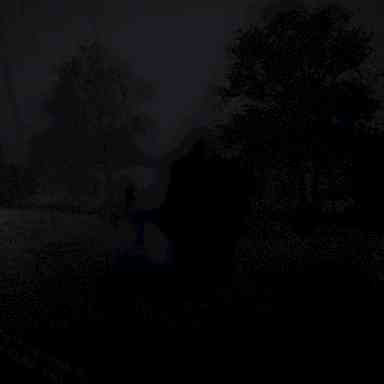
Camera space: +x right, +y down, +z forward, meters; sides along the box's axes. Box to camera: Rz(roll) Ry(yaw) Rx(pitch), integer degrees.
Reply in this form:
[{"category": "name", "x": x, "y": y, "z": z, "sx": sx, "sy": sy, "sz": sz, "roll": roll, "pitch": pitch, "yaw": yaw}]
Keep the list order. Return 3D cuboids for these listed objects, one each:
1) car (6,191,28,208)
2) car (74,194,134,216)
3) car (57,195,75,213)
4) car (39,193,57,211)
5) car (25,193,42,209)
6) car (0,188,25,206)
[{"category": "car", "x": -16.283, "y": 0.943, "z": 35.464, "sx": 1.946, "sy": 1.575, "sz": 5.366, "roll": 2, "pitch": 1, "yaw": 36}, {"category": "car", "x": -7.313, "y": 1.225, "z": 29.173, "sx": 2.097, "sy": 1.535, "sz": 5.008, "roll": 2, "pitch": 1, "yaw": 36}, {"category": "car", "x": -9.531, "y": 1.029, "z": 30.829, "sx": 2.185, "sy": 1.767, "sz": 4.553, "roll": 2, "pitch": 1, "yaw": 36}, {"category": "car", "x": -11.710, "y": 1.117, "z": 32.336, "sx": 2.163, "sy": 1.488, "sz": 4.792, "roll": 2, "pitch": 1, "yaw": 36}, {"category": "car", "x": -13.935, "y": 1.057, "z": 33.985, "sx": 2.002, "sy": 1.452, "sz": 4.674, "roll": 2, "pitch": 1, "yaw": 36}, {"category": "car", "x": -20.632, "y": 0.554, "z": 38.887, "sx": 2.435, "sy": 2.045, "sz": 5.566, "roll": 2, "pitch": 1, "yaw": 36}]
